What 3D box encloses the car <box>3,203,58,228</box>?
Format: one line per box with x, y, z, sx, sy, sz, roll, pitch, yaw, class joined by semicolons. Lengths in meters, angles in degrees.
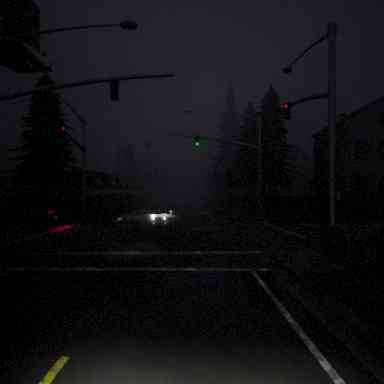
-11.110;1.424;21.182;4.902;1.511;2.128;1;0;-1;car

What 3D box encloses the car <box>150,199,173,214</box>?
-3.548;1.754;37.779;1.994;1.385;4.181;0;0;0;car
